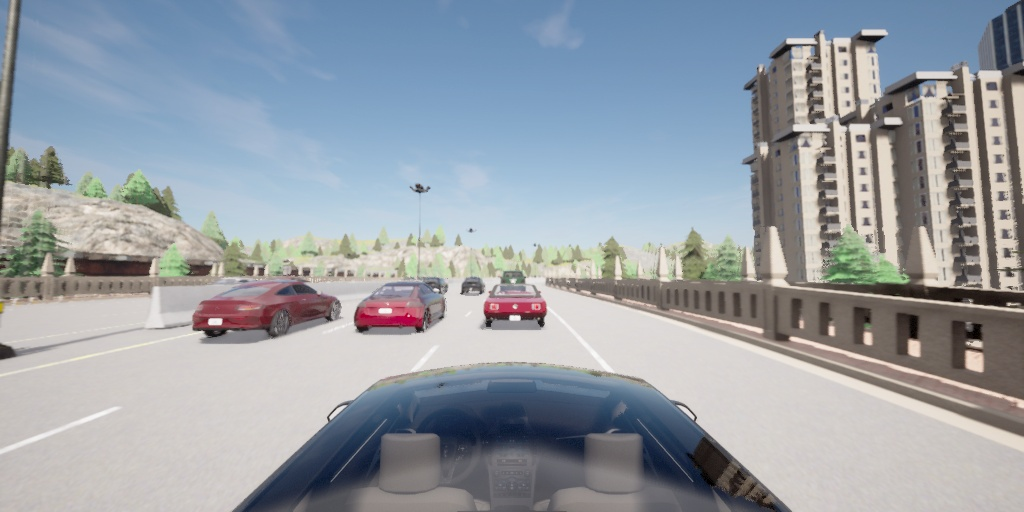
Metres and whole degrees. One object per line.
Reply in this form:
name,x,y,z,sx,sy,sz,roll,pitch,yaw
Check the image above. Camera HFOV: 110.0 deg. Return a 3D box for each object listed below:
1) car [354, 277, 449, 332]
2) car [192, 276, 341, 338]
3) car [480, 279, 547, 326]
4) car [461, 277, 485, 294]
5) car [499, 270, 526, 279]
car,-3.404,1.524,11.644,1.994,1.385,4.181,0,-2,0
car,-6.904,1.449,10.649,1.812,1.442,4.674,0,-2,0
car,0.095,1.601,12.589,1.895,1.301,4.718,0,-3,0
car,-3.413,2.625,32.177,1.837,1.490,4.892,0,-3,0
car,0.087,2.304,31.541,2.150,2.045,5.566,0,-3,0
